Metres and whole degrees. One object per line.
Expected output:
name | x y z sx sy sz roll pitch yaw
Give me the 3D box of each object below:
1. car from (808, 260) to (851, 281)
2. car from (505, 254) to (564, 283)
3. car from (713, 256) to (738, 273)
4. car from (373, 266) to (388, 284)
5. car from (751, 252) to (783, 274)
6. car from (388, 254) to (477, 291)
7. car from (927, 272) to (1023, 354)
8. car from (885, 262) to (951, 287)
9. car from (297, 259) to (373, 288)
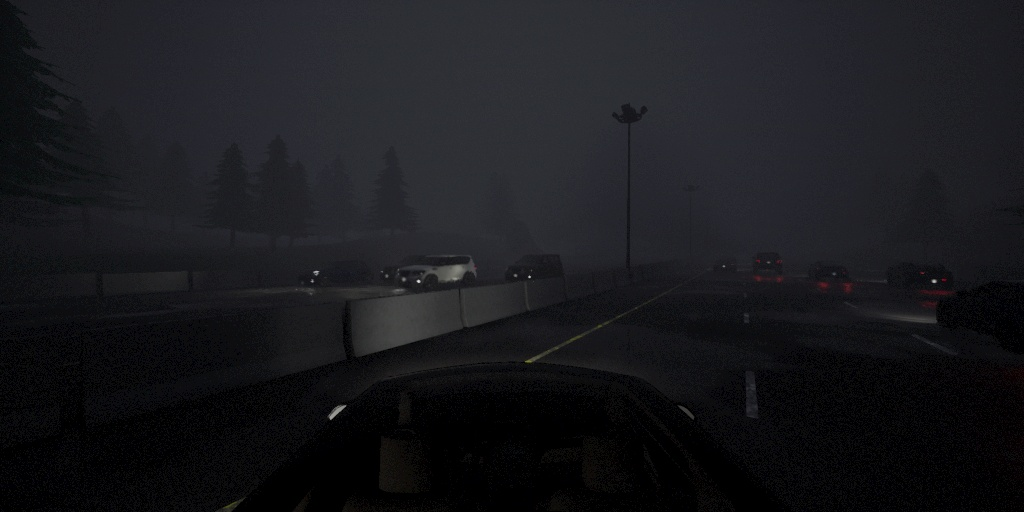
car | 24.046 1.038 27.290 1.812 1.442 4.674 0 1 33
car | 1.715 0.884 25.282 2.150 2.045 5.566 0 1 33
car | 21.991 0.955 37.038 1.994 1.385 4.181 0 1 33
car | -6.557 0.912 25.372 2.150 2.045 5.566 0 0 33
car | 24.560 0.627 34.558 2.150 2.045 5.566 0 1 33
car | -4.486 0.925 22.126 2.150 2.045 5.566 0 0 33
car | 11.593 1.260 7.939 1.812 1.442 4.674 0 0 33
car | 24.764 1.079 21.939 1.837 1.490 4.892 0 1 33
car | -11.662 1.063 23.908 2.097 1.767 4.553 0 0 33
